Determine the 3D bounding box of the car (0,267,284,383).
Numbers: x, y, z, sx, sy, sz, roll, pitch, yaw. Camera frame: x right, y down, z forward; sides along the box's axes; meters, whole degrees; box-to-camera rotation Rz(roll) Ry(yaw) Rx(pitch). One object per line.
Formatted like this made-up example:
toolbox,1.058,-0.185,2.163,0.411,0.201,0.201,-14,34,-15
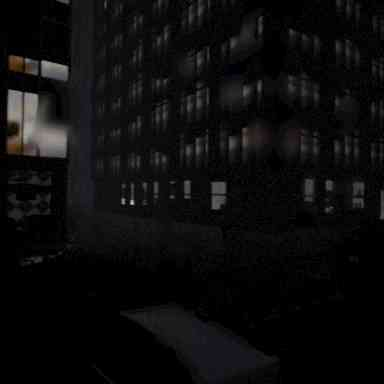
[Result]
car,-1.619,1.599,2.223,4.718,1.301,1.895,1,0,-36

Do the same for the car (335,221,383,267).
car,6.669,1.691,11.310,4.313,1.339,1.947,1,0,-36

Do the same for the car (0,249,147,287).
car,-2.594,1.571,4.703,4.313,1.339,1.947,1,0,-35
